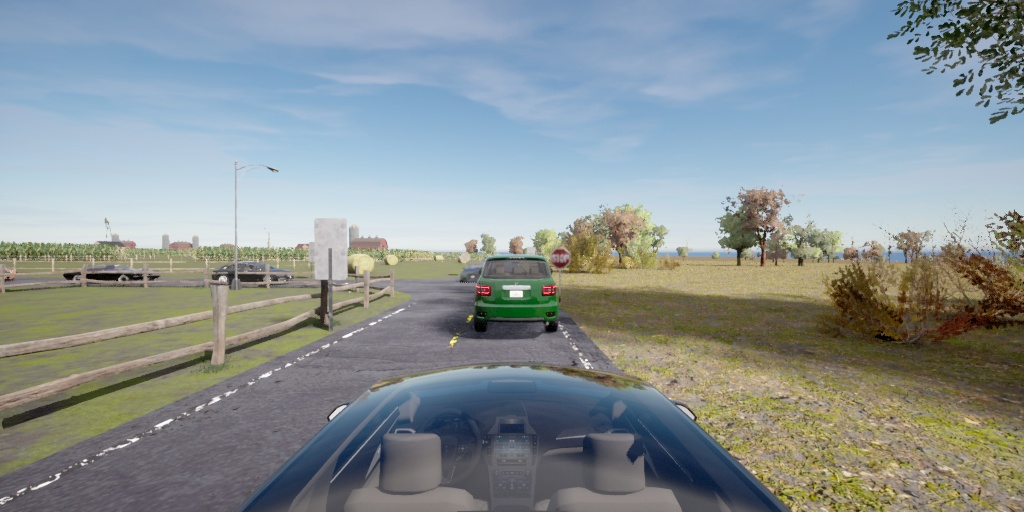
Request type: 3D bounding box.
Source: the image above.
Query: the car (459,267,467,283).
[{"bbox_3d":[-2.794,1.306,27.398,1.994,1.385,4.181,0,0,0],"label":"car"}]

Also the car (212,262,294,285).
[{"bbox_3d":[-17.354,1.166,24.151,4.892,1.490,1.837,0,1,0],"label":"car"}]

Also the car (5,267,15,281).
[{"bbox_3d":[-36.637,0.880,24.001,4.553,1.767,2.097,0,1,0],"label":"car"}]

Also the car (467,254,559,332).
[{"bbox_3d":[0.114,0.972,10.980,2.150,2.045,5.566,0,0,0],"label":"car"}]

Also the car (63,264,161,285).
[{"bbox_3d":[-26.688,1.198,24.074,4.718,1.301,1.895,0,1,0],"label":"car"}]

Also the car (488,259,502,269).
[{"bbox_3d":[-2.710,1.269,57.857,1.882,1.535,5.008,0,0,0],"label":"car"}]

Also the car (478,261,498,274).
[{"bbox_3d":[-2.765,1.319,42.894,2.033,1.411,5.357,0,0,0],"label":"car"}]
